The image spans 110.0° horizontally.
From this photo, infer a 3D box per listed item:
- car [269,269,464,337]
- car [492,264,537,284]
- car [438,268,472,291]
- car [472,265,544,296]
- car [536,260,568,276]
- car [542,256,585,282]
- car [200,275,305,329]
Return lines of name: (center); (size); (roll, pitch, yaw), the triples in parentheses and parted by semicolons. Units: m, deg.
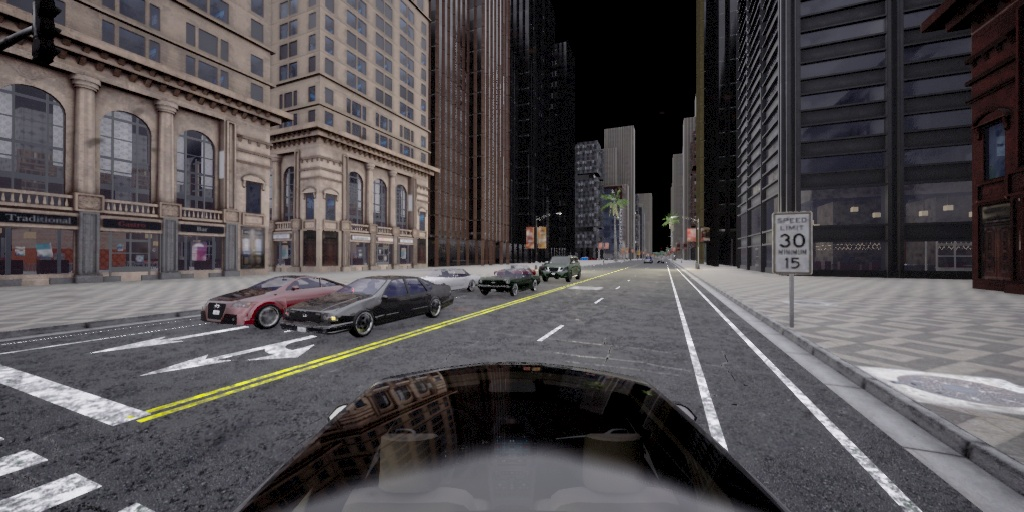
car: (-3.800, 1.299, 10.698); (2.033, 1.411, 5.357); (0, 0, 23)
car: (0.282, 1.364, 28.561); (1.895, 1.301, 4.718); (0, 0, 23)
car: (-3.626, 1.357, 19.398); (1.895, 1.301, 4.718); (0, 0, 23)
car: (-0.040, 1.358, 19.519); (1.895, 1.301, 4.718); (0, 0, 23)
car: (4.319, 1.251, 37.935); (1.882, 1.535, 5.008); (0, 0, 24)
car: (4.158, 0.987, 29.357); (2.150, 2.045, 5.566); (0, 0, 23)
car: (-7.057, 1.316, 11.336); (1.994, 1.385, 4.181); (0, 0, 23)
